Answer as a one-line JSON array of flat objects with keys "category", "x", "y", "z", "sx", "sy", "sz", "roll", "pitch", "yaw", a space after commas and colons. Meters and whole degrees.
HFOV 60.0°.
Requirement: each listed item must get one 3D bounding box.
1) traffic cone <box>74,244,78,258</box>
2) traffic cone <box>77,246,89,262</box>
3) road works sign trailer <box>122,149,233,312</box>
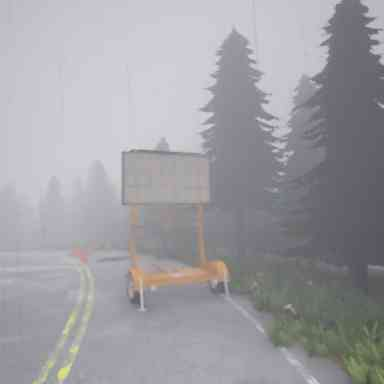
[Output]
[{"category": "traffic cone", "x": -5.455, "y": 2.918, "z": 16.229, "sx": 0.340, "sy": 0.580, "sz": 0.340, "roll": 0, "pitch": -6, "yaw": -23}, {"category": "traffic cone", "x": -4.664, "y": 2.725, "z": 14.399, "sx": 0.340, "sy": 0.580, "sz": 0.340, "roll": 0, "pitch": -6, "yaw": -23}, {"category": "road works sign trailer", "x": -0.659, "y": 0.743, "z": 8.593, "sx": 2.380, "sy": 3.560, "sz": 2.880, "roll": 0, "pitch": -3, "yaw": -23}]
